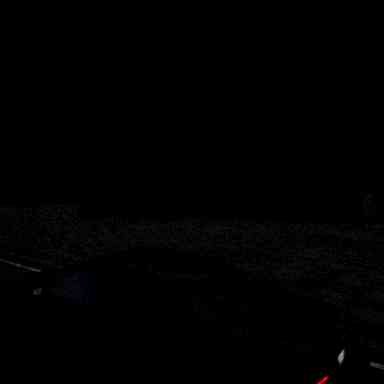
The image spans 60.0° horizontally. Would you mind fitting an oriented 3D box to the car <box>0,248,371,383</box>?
[{"bbox_3d":[-0.654,1.527,4.527,5.357,1.411,2.033,1,0,36],"label":"car"}]
